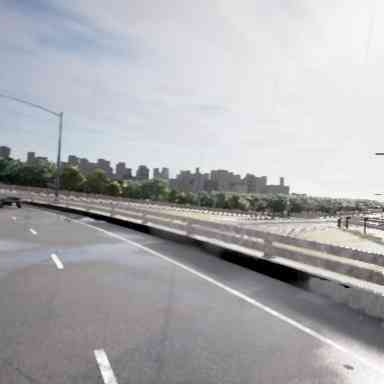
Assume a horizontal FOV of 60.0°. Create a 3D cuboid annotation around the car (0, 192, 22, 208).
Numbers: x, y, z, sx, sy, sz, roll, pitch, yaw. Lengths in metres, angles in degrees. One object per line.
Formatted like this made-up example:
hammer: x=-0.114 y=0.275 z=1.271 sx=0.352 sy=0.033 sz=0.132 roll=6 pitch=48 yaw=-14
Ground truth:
car: x=-18.348 y=0.759 z=32.890 sx=1.837 sy=1.490 sz=4.892 roll=4 pitch=0 yaw=-45
